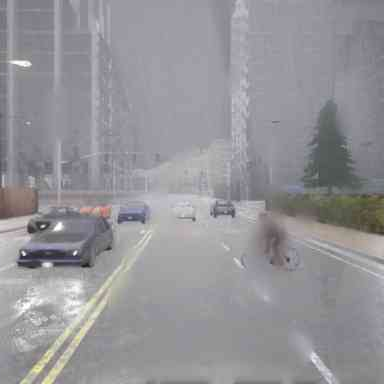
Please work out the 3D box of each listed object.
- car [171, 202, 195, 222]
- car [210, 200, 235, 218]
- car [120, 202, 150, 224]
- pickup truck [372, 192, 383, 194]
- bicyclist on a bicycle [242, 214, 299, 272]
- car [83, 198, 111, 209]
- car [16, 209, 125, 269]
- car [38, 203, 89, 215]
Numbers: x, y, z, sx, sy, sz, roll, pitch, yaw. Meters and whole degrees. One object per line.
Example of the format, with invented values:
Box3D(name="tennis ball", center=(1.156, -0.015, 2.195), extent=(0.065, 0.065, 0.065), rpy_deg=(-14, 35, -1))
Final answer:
Box3D(name="car", center=(-0.699, 1.526, 26.566), extent=(1.812, 1.442, 4.674), rpy_deg=(0, 0, -2))
Box3D(name="car", center=(2.717, 1.491, 30.300), extent=(2.128, 1.511, 4.902), rpy_deg=(0, 0, -3))
Box3D(name="car", center=(-4.241, 1.478, 24.945), extent=(1.882, 1.535, 5.008), rpy_deg=(0, 0, -1))
Box3D(name="pickup truck", center=(39.556, 1.058, 69.008), extent=(6.274, 2.098, 2.390), rpy_deg=(0, 0, 28))
Box3D(name="bicyclist on a bicycle", center=(2.192, 1.452, 9.345), extent=(1.656, 1.620, 0.582), rpy_deg=(-2, 0, -2))
Box3D(name="car", center=(-7.767, 1.359, 26.074), extent=(2.097, 1.767, 4.553), rpy_deg=(0, 0, -2))
Box3D(name="car", center=(-3.905, 1.547, 11.465), extent=(2.033, 1.411, 5.357), rpy_deg=(0, 0, -2))
Box3D(name="car", center=(-7.616, 1.563, 18.912), extent=(1.994, 1.385, 4.181), rpy_deg=(0, 0, -1))
